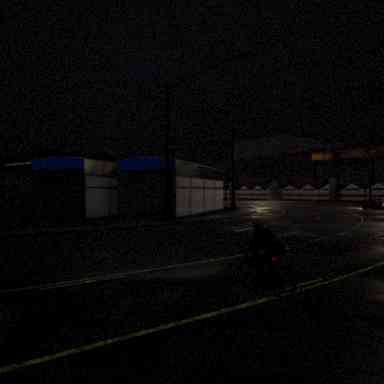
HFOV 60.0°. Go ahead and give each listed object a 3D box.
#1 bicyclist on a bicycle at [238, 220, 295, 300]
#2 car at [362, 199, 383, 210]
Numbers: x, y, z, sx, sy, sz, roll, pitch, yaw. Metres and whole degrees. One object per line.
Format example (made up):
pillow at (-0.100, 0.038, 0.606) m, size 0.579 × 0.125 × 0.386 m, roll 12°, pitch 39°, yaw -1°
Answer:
bicyclist on a bicycle at (1.581, 1.454, 7.348) m, size 0.582 × 1.620 × 1.656 m, roll 0°, pitch -1°, yaw -36°
car at (23.097, 1.564, 41.752) m, size 1.994 × 1.385 × 4.181 m, roll 0°, pitch 0°, yaw 5°
